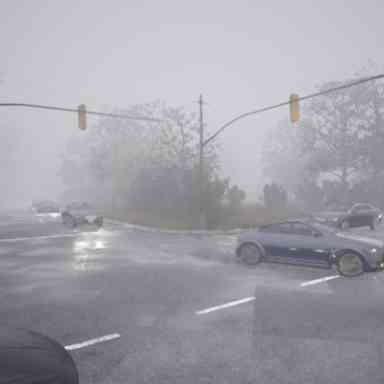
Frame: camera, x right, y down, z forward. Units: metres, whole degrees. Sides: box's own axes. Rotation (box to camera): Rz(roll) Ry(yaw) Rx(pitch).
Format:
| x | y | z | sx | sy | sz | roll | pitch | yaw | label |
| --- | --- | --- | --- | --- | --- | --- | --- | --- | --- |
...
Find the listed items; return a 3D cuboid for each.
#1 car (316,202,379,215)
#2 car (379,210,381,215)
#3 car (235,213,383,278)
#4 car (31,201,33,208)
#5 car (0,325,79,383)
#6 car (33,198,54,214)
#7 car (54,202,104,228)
| x | y | z | sx | sy | sz | roll | pitch | yaw | label |
| --- | --- | --- | --- | --- | --- | --- | --- | --- | --- |
| 8.379 | 1.327 | 18.126 | 4.902 | 1.511 | 2.128 | -1 | 0 | -33 | car |
| 11.476 | 1.315 | 15.975 | 4.902 | 1.511 | 2.128 | -1 | 0 | -33 | car |
| 3.394 | 1.484 | 9.859 | 4.181 | 1.385 | 1.994 | 0 | 1 | 32 | car |
| -23.633 | 1.668 | 51.176 | 2.033 | 1.411 | 5.357 | -1 | 0 | -26 | car |
| -3.086 | 1.494 | 1.501 | 5.008 | 1.535 | 1.882 | -1 | 0 | -36 | car |
| -15.462 | 1.550 | 35.431 | 1.994 | 1.385 | 4.181 | -1 | 0 | -29 | car |
| -7.277 | 1.430 | 21.753 | 2.128 | 1.511 | 4.902 | -1 | 0 | -33 | car |
